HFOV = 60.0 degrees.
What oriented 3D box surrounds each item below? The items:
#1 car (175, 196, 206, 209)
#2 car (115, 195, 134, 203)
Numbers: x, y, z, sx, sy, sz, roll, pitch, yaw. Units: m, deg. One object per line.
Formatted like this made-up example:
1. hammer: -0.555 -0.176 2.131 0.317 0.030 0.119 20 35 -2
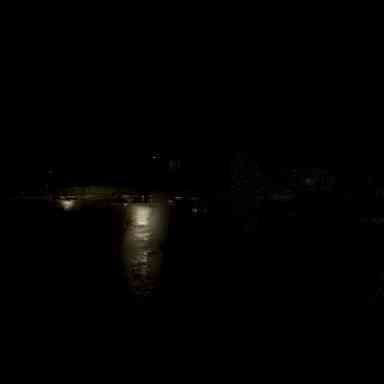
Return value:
1. car: -0.237 1.179 39.835 1.812 1.442 4.674 1 0 -36
2. car: -11.227 1.237 55.262 1.994 1.385 4.181 1 -1 -36
